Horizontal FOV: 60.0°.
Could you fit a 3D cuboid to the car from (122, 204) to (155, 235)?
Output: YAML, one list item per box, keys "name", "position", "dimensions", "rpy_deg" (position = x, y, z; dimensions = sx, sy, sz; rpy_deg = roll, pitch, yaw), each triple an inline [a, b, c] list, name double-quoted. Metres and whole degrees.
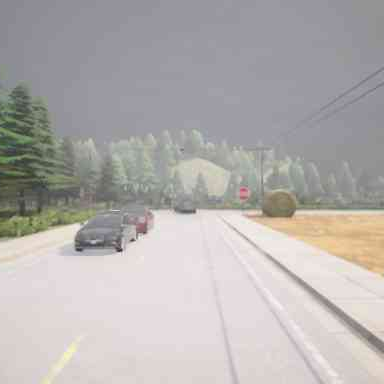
- name: "car"
  position: [-3.509, 1.549, 20.108]
  dimensions: [2.097, 1.767, 4.553]
  rpy_deg: [0, 0, 0]

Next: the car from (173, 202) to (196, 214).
- name: "car"
  position: [-0.967, 1.905, 40.845]
  dimensions: [1.994, 1.385, 4.181]
  rpy_deg: [0, 0, -17]

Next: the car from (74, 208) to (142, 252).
- name: "car"
  position: [-3.597, 1.635, 14.549]
  dimensions: [1.837, 1.490, 4.892]
  rpy_deg: [0, -1, 0]
